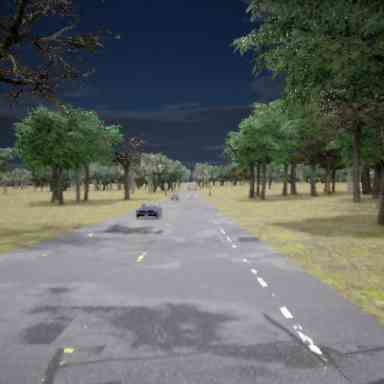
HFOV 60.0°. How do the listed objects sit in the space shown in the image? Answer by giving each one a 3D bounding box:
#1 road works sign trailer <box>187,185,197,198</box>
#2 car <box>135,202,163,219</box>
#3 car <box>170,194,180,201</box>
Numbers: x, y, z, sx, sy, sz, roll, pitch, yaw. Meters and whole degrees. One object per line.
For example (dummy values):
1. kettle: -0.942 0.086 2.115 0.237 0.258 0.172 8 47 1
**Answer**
1. road works sign trailer: 0.004 -0.003 84.625 2.380 3.560 2.880 0 1 0
2. car: -3.595 1.570 28.434 1.895 1.301 4.718 0 0 0
3. car: -3.496 1.179 70.014 1.837 1.490 4.892 0 1 0
